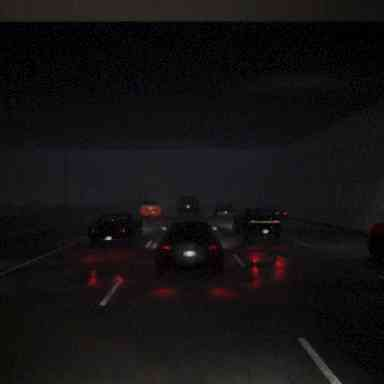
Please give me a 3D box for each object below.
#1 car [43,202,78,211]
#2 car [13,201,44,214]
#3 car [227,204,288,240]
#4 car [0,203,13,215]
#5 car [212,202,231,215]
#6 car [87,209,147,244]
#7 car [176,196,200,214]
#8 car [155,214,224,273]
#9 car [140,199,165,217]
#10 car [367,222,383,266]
[{"bbox_3d":[-14.642,1.873,37.758,1.895,1.301,4.718,0,0,-1],"label":"car"},{"bbox_3d":[-18.149,1.757,38.413,1.882,1.535,5.008,0,0,-1],"label":"car"},{"bbox_3d":[3.346,1.611,17.675,2.128,1.511,4.902,0,0,-1],"label":"car"},{"bbox_3d":[-21.640,1.877,37.630,1.895,1.301,4.718,0,0,-1],"label":"car"},{"bbox_3d":[3.112,1.720,33.480,2.128,1.511,4.902,0,0,-1],"label":"car"},{"bbox_3d":[-3.638,1.719,16.594,1.895,1.301,4.718,0,0,-1],"label":"car"},{"bbox_3d":[-0.372,1.446,32.393,2.150,2.045,5.566,0,0,-1],"label":"car"},{"bbox_3d":[-0.075,1.641,10.959,1.994,1.385,4.181,0,0,0],"label":"car"},{"bbox_3d":[-3.885,1.584,33.131,2.097,1.767,4.553,0,0,-1],"label":"car"},{"bbox_3d":[6.945,1.281,8.775,2.150,2.045,5.566,0,0,0],"label":"car"}]
